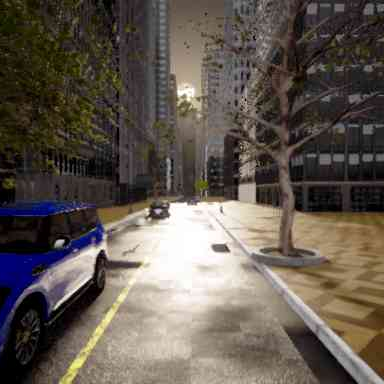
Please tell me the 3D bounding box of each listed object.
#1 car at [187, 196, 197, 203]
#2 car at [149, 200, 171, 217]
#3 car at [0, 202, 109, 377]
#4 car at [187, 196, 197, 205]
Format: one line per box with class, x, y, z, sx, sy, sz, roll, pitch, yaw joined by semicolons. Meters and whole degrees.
car;-0.017;1.649;74.335;1.994;1.385;4.181;0;0;0
car;-3.009;1.564;31.946;2.128;1.511;4.902;0;0;0
car;-3.091;1.232;5.922;2.150;2.045;5.566;0;0;0
car;-0.015;1.640;63.889;1.882;1.535;5.008;0;0;0
